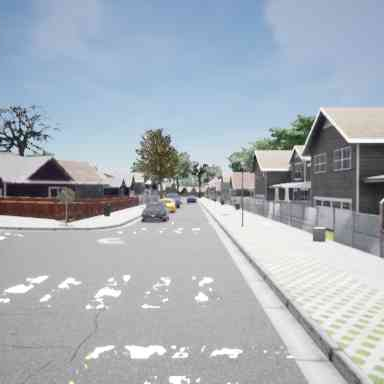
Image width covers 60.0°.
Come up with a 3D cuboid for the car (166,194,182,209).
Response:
[{"bbox_3d":[-2.867,1.266,47.642,2.150,2.045,5.566,0,0,0],"label":"car"}]

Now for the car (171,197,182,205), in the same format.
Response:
[{"bbox_3d":[-2.805,1.685,61.834,1.895,1.301,4.718,0,0,0],"label":"car"}]

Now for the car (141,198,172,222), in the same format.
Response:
[{"bbox_3d":[-2.862,1.512,26.603,1.837,1.490,4.892,0,0,0],"label":"car"}]

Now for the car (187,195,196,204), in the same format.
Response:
[{"bbox_3d":[-0.050,1.585,68.218,1.882,1.535,5.008,0,0,0],"label":"car"}]

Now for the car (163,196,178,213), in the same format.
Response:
[{"bbox_3d":[-2.871,1.500,37.057,1.882,1.535,5.008,0,0,0],"label":"car"}]
